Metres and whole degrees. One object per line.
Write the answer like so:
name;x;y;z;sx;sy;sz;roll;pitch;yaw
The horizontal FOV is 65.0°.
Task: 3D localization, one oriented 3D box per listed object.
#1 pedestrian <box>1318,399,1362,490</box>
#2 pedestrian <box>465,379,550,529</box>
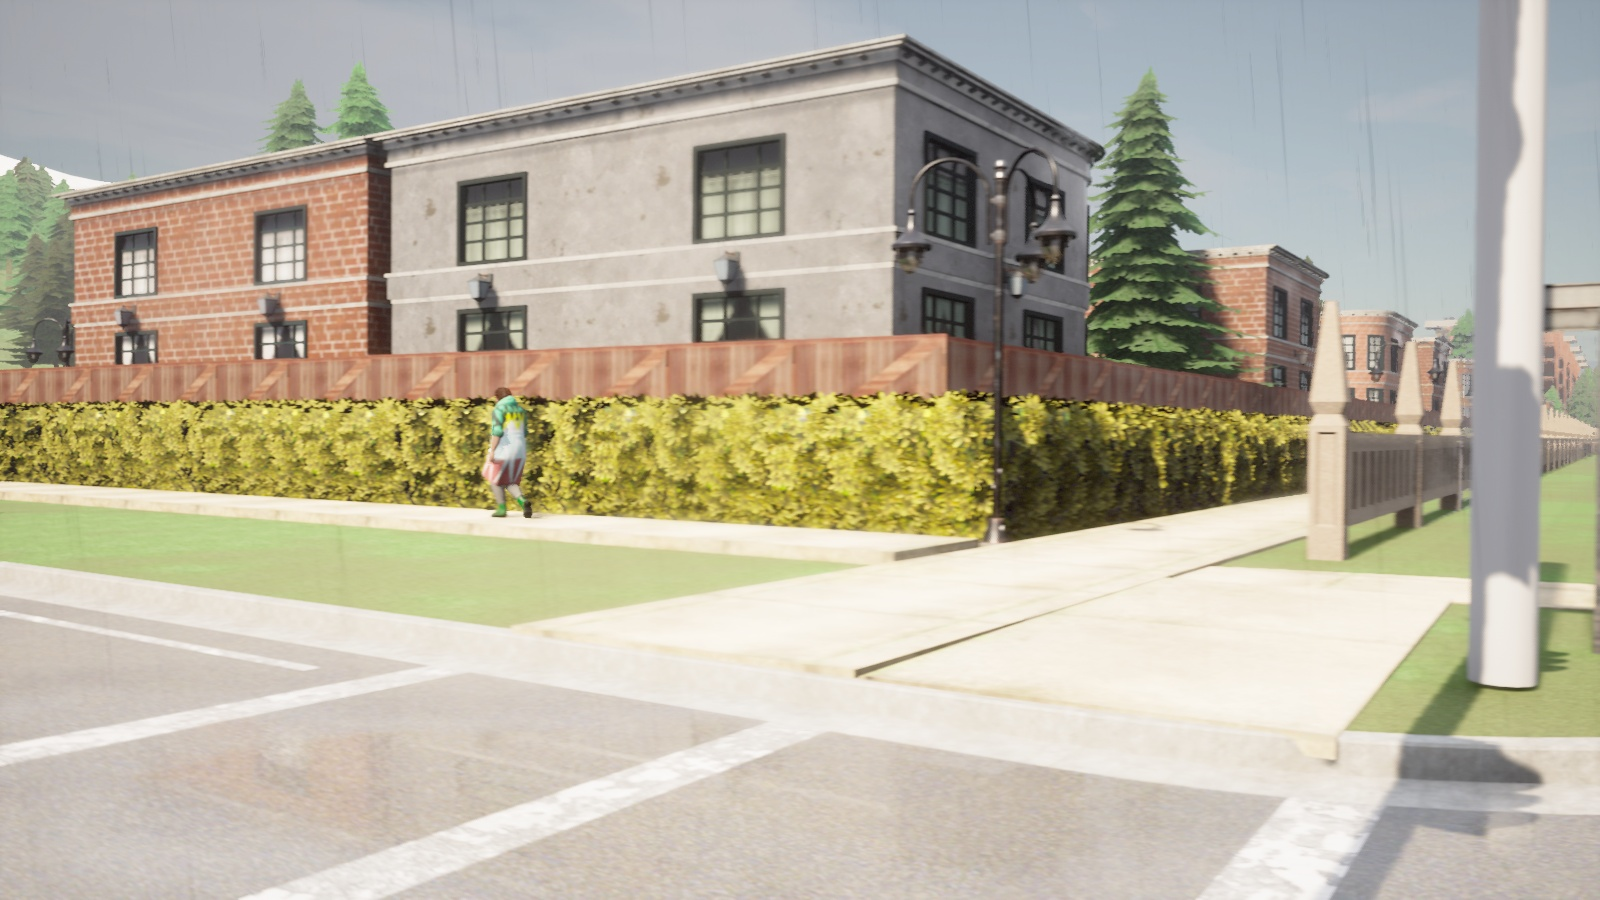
pedestrian;11.208;-0.117;26.051;0.634;1.844;0.899;0;1;36
pedestrian;-3.918;0.045;16.823;0.873;1.952;0.659;0;1;34
